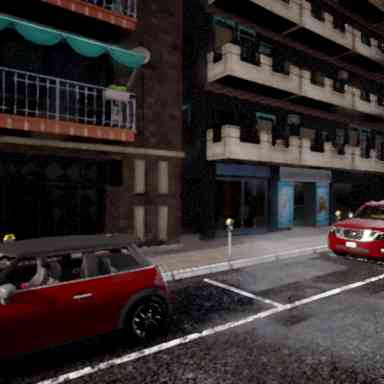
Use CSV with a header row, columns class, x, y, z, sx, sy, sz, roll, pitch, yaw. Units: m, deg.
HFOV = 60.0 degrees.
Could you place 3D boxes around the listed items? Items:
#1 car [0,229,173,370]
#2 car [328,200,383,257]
class,x,y,z,sx,sy,sz,roll,pitch,yaw
car,-2.389,1.435,4.842,4.097,1.590,1.967,0,1,-36
car,6.819,1.238,11.432,5.009,1.841,2.192,0,1,-36
